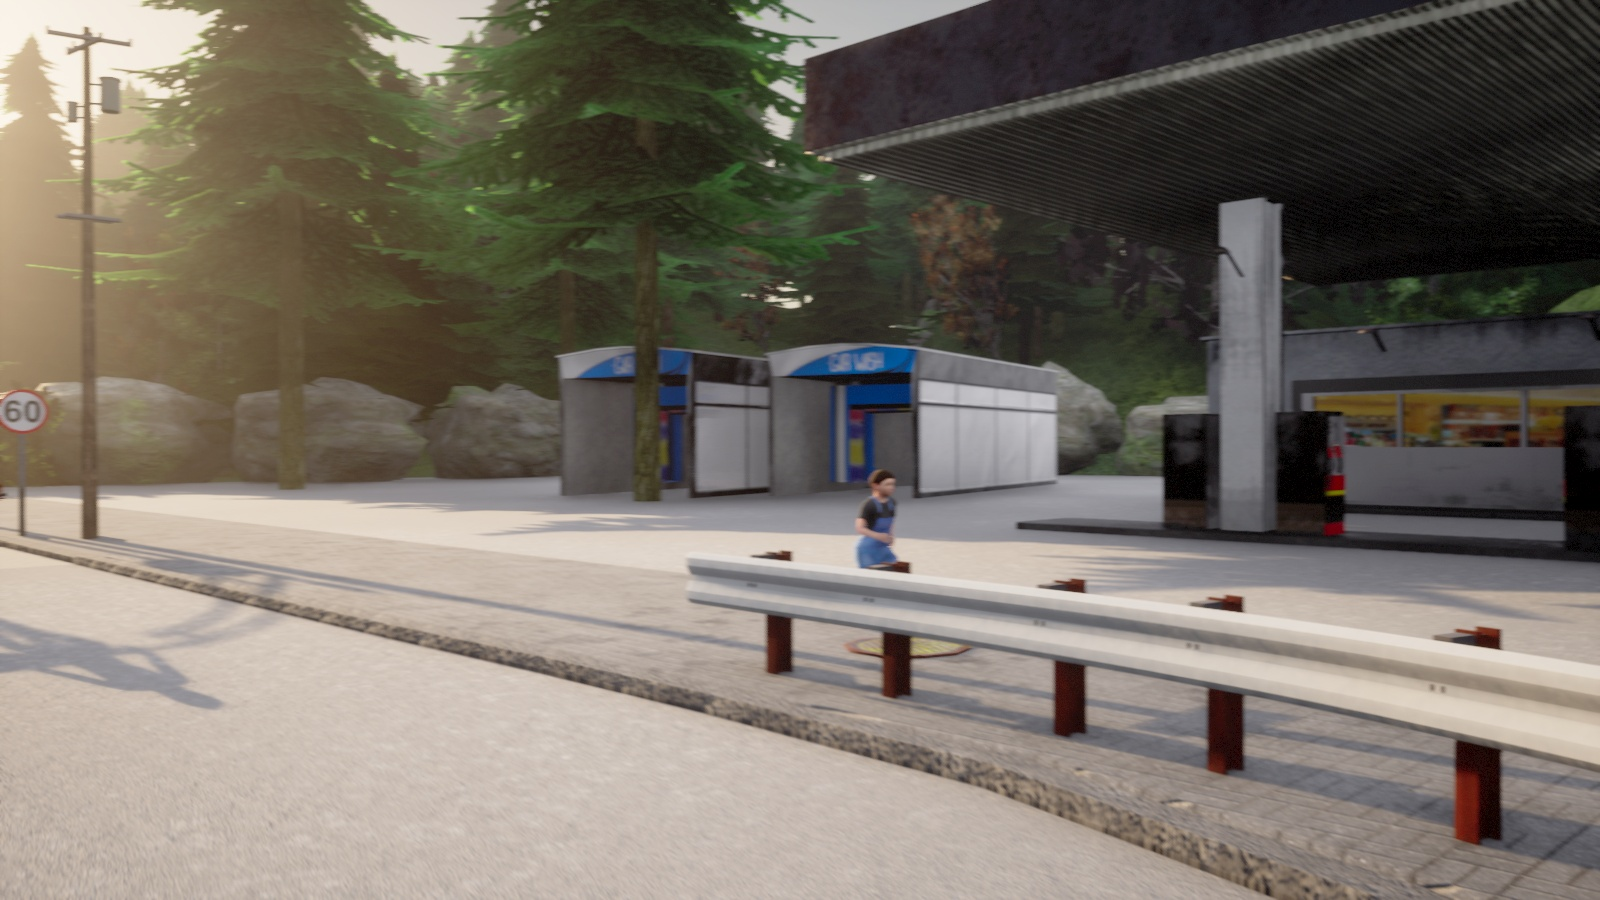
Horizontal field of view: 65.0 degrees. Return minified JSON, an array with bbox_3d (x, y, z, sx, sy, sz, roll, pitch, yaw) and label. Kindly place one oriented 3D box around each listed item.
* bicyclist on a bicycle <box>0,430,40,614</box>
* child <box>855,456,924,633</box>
[{"bbox_3d":[-7.629,0.631,11.469,0.866,1.612,1.509,-1,1,-43],"label":"bicyclist on a bicycle"},{"bbox_3d":[0.654,0.677,9.218,0.270,1.263,0.437,0,0,-40],"label":"child"}]
